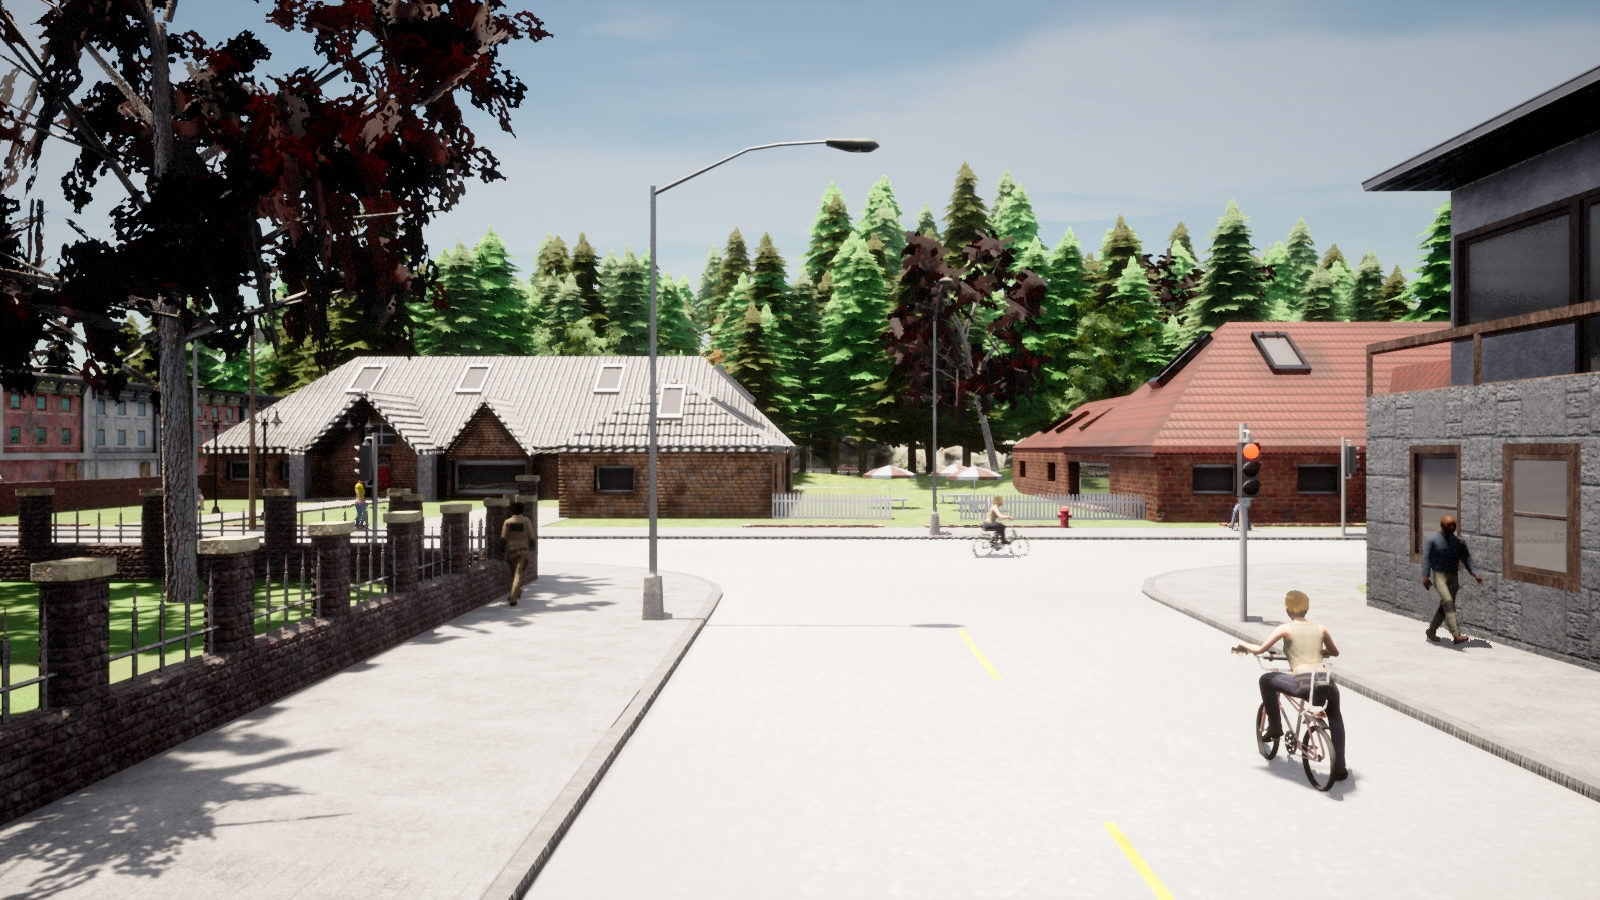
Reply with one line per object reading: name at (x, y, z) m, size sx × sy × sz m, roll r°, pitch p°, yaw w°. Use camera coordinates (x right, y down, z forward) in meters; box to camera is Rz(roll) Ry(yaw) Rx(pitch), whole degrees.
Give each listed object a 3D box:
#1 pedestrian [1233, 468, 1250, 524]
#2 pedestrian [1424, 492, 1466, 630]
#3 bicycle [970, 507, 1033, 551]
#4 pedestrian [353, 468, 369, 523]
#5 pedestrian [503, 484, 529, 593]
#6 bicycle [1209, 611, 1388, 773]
pedestrian at (14.651, 1.524, 37.913) m, size 0.375 × 1.860 × 0.375 m, roll 0°, pitch 0°, yaw -23°
pedestrian at (8.858, 1.516, 15.699) m, size 0.375 × 1.860 × 0.375 m, roll 0°, pitch 0°, yaw 1°
bicycle at (5.235, 2.036, 29.709) m, size 1.487 × 1.080 × 0.859 m, roll 0°, pitch 0°, yaw 1°
pedestrian at (-14.763, 1.524, 38.426) m, size 0.375 × 1.860 × 0.375 m, roll 0°, pitch 0°, yaw 2°
pedestrian at (-4.908, 1.523, 19.755) m, size 0.375 × 1.860 × 0.375 m, roll 0°, pitch 0°, yaw -2°
bicycle at (4.247, 2.036, 9.857) m, size 0.859 × 1.080 × 1.487 m, roll 0°, pitch 0°, yaw -2°
